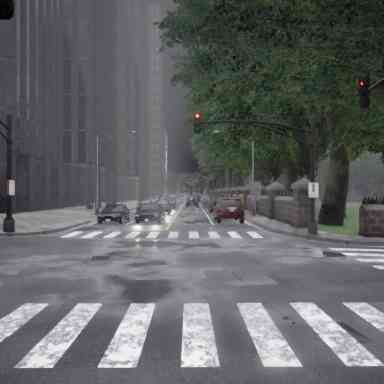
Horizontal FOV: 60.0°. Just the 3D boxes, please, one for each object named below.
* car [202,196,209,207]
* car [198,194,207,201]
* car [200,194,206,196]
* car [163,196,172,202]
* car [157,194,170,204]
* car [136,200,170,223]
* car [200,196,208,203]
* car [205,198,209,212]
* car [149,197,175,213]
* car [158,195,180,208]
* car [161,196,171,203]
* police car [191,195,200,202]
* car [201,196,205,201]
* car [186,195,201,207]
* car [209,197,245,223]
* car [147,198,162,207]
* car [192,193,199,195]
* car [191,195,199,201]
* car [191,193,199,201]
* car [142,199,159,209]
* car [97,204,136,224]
[{"bbox_3d":[2.708,1.579,41.493,2.008,1.369,4.403,0,0,0],"label":"car"},{"bbox_3d":[2.650,1.399,85.146,2.192,1.841,5.009,0,0,0],"label":"car"},{"bbox_3d":[2.694,1.480,52.407,1.967,1.590,4.097,0,0,0],"label":"car"},{"bbox_3d":[-5.868,1.619,79.674,1.887,1.381,4.507,0,0,0],"label":"car"},{"bbox_3d":[-5.853,1.374,68.760,2.192,1.841,5.009,0,0,0],"label":"car"},{"bbox_3d":[-3.134,1.559,25.623,2.033,1.411,5.357,0,0,0],"label":"car"},{"bbox_3d":[2.664,1.592,74.403,1.752,1.417,4.829,0,0,0],"label":"car"},{"bbox_3d":[2.716,1.588,36.037,1.947,1.339,4.313,0,0,0],"label":"car"},{"bbox_3d":[-3.132,1.547,35.261,1.812,1.442,4.674,0,0,0],"label":"car"},{"bbox_3d":[-3.150,1.524,45.528,2.128,1.511,4.902,0,0,0],"label":"car"},{"bbox_3d":[-5.861,1.611,74.217,1.887,1.381,4.507,0,0,0],"label":"car"},{"bbox_3d":[0.800,1.495,75.888,1.930,1.638,5.238,0,0,0],"label":"police car"},{"bbox_3d":[2.701,1.585,46.950,2.008,1.369,4.403,0,0,0],"label":"car"},{"bbox_3d":[0.031,1.566,52.319,1.812,1.442,4.674,0,0,0],"label":"car"},{"bbox_3d":[2.730,1.326,25.125,2.192,1.841,5.009,0,0,0],"label":"car"},{"bbox_3d":[-5.831,1.622,52.389,1.802,1.307,4.206,0,0,0],"label":"car"},{"bbox_3d":[0.004,1.407,65.029,2.097,1.767,4.553,0,0,0],"label":"car"},{"bbox_3d":[0.786,1.591,85.778,1.837,1.490,4.892,0,0,0],"label":"car"},{"bbox_3d":[0.779,1.319,91.808,2.150,2.045,5.566,0,0,0],"label":"car"},{"bbox_3d":[-5.824,1.616,46.932,1.802,1.307,4.206,0,0,0],"label":"car"},{"bbox_3d":[-5.795,1.576,25.104,1.947,1.339,4.313,0,0,0],"label":"car"}]
